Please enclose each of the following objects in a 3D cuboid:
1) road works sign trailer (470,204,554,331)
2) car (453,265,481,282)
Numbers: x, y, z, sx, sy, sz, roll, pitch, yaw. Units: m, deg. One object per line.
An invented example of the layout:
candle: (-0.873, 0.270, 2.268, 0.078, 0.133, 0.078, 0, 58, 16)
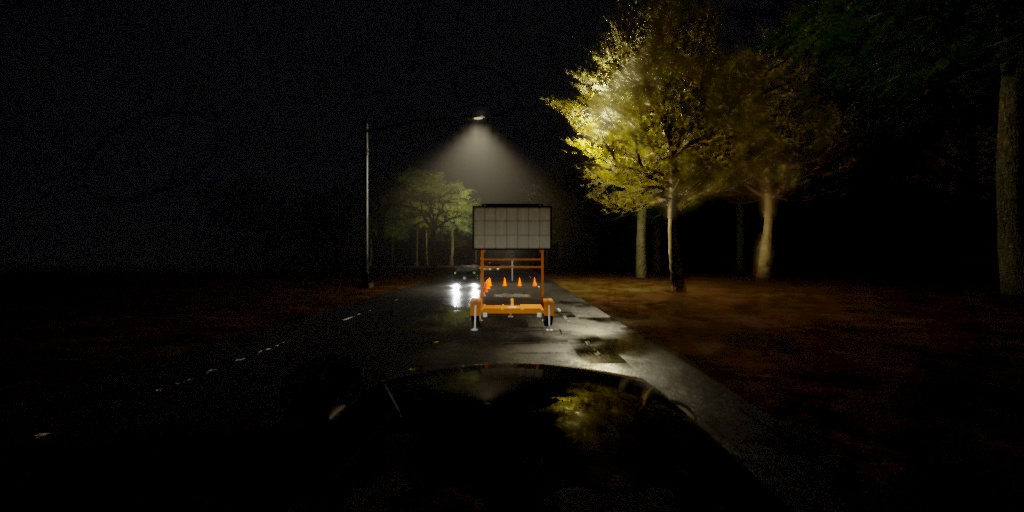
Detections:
road works sign trailer: (0.009, 0.218, 11.000, 2.380, 3.560, 2.880, 0, 0, 0)
car: (-3.599, 1.376, 29.382, 1.895, 1.301, 4.718, 0, 0, 0)
